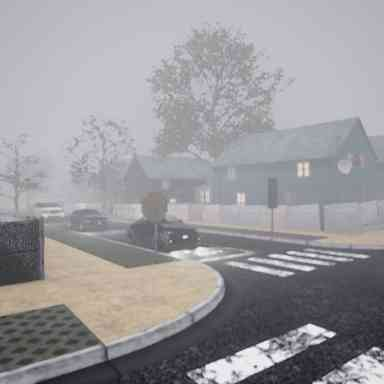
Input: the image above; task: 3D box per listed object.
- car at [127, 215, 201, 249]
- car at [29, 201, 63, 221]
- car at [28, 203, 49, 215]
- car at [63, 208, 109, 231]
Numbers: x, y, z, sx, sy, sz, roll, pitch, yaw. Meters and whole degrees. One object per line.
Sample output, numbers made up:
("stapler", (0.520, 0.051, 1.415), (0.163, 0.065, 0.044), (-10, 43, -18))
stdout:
("car", (-1.443, 1.766, 15.682), (1.994, 1.385, 4.181), (0, -1, -36))
("car", (-15.149, 2.001, 35.020), (2.150, 2.045, 5.566), (0, -1, -35))
("car", (-24.739, 2.635, 53.600), (2.097, 1.767, 4.553), (0, -1, -37))
("car", (-7.706, 1.970, 24.516), (1.837, 1.490, 4.892), (0, -2, -35))
